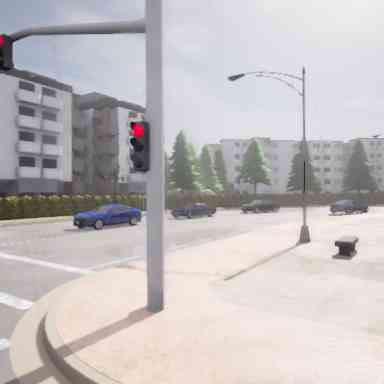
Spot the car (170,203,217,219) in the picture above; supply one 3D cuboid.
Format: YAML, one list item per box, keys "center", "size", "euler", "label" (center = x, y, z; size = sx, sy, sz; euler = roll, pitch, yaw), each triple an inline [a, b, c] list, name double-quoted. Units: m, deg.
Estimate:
- center: [0.180, 1.715, 30.337]
  size: [1.895, 1.301, 4.718]
  euler: [0, 0, 39]
  label: "car"

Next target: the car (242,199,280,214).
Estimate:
- center: [7.776, 1.579, 37.588]
  size: [5.008, 1.535, 1.882]
  euler: [0, 0, -36]
  label: "car"

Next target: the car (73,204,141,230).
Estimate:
- center: [-5.582, 1.592, 22.344]
  size: [1.882, 1.535, 5.008]
  euler: [0, 0, 34]
  label: "car"

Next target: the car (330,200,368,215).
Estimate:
- center: [16.434, 1.570, 34.805]
  size: [4.674, 1.442, 1.812]
  euler: [0, 0, -30]
  label: "car"
